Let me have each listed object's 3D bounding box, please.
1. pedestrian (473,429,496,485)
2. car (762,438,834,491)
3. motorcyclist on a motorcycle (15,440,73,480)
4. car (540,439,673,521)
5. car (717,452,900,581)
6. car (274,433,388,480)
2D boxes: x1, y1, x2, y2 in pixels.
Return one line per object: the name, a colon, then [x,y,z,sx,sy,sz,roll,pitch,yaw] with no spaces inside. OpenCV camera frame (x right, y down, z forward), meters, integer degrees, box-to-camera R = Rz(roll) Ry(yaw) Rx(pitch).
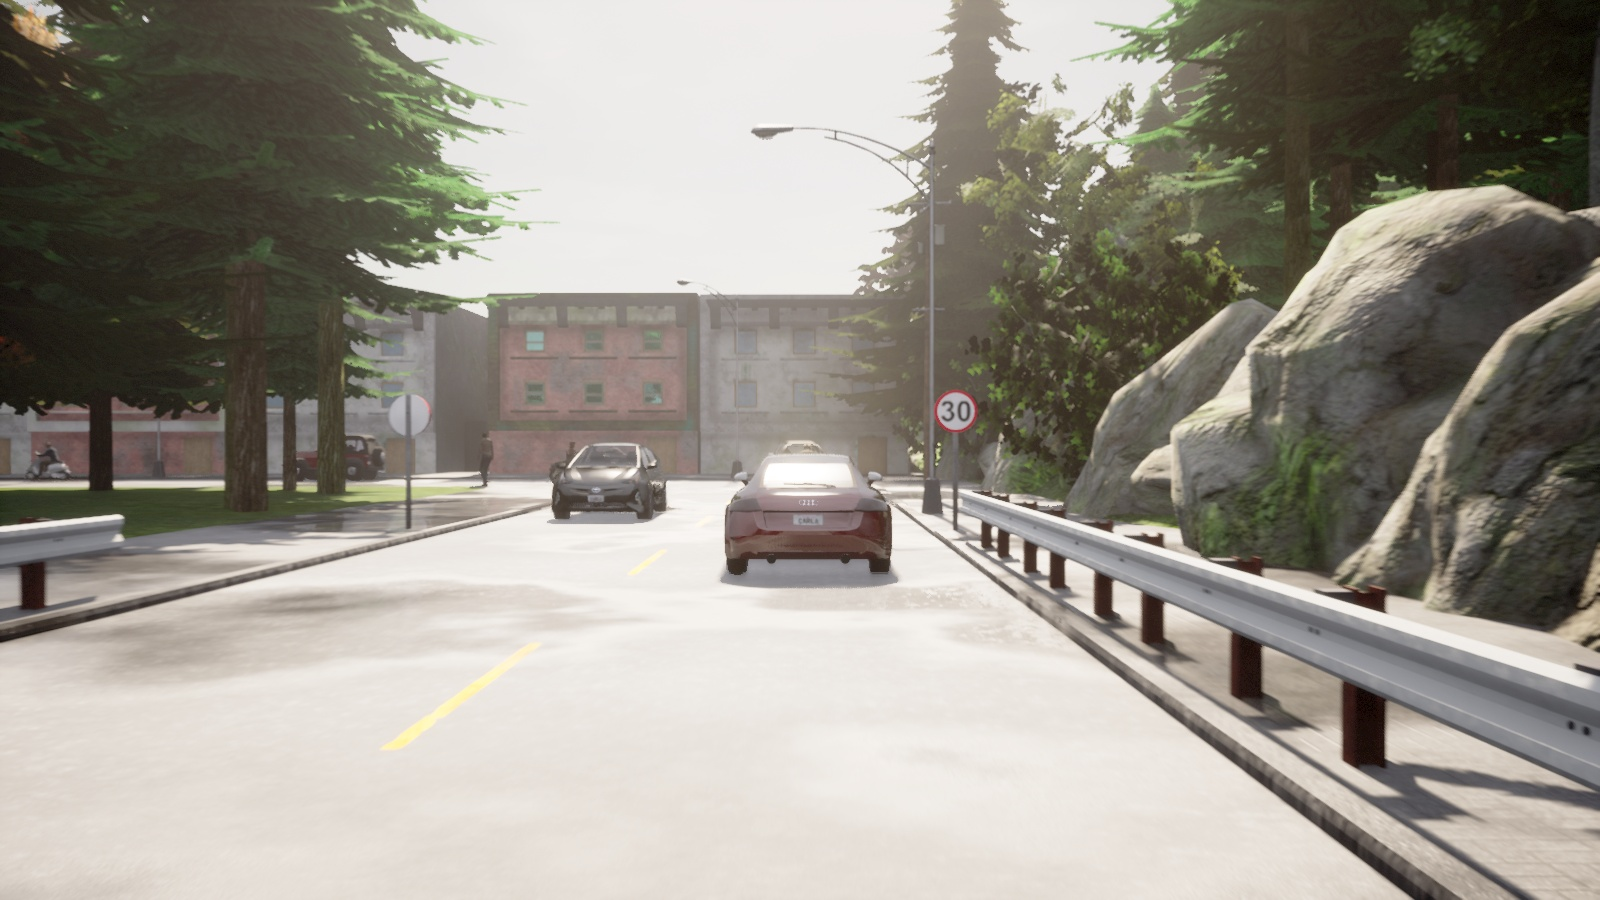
pedestrian: [-10.354,0.231,41.208,0.328,1.805,0.869,0,0,-44]
car: [-0.126,0.431,40.694,1.851,1.617,3.988,0,0,-7]
motorcyclist on a motorcycle: [-30.680,0.407,50.963,1.817,1.590,0.866,0,0,1]
car: [-3.845,0.554,25.769,2.007,1.525,4.514,0,0,0]
car: [0.100,0.727,15.829,1.994,1.385,4.181,0,0,0]
car: [-18.945,0.260,50.836,3.866,1.878,1.905,0,0,1]
